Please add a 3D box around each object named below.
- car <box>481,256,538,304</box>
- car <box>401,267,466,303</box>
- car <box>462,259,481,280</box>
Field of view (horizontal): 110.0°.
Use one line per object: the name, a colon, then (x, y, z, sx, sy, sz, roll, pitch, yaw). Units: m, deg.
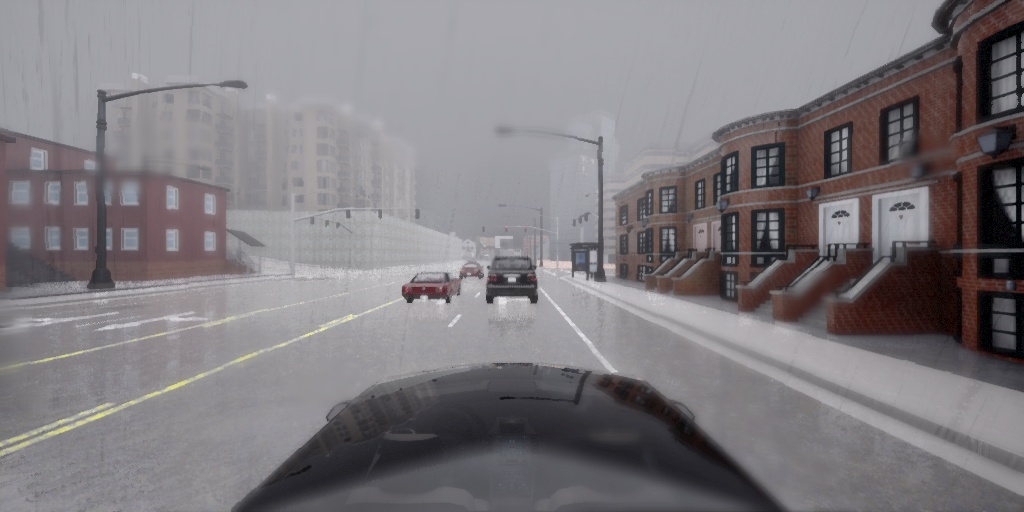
car: (0.000, 1.007, 16.530, 2.150, 2.045, 5.566, 0, 0, 0)
car: (-3.500, 1.365, 16.530, 1.895, 1.301, 4.718, 0, 0, 0)
car: (-3.500, 1.282, 31.500, 1.812, 1.442, 4.674, 0, 0, 0)
